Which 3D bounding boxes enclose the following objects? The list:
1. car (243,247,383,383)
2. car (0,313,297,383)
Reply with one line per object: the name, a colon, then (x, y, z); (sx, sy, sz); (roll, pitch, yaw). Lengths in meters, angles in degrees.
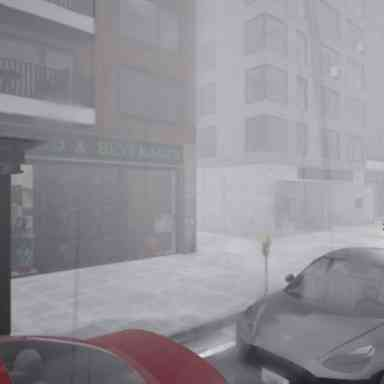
car: (2.528, 1.560, 4.790); (4.313, 1.339, 1.947); (0, 0, -40)
car: (-1.728, 1.547, 1.267); (4.507, 1.381, 1.887); (0, 0, -40)
